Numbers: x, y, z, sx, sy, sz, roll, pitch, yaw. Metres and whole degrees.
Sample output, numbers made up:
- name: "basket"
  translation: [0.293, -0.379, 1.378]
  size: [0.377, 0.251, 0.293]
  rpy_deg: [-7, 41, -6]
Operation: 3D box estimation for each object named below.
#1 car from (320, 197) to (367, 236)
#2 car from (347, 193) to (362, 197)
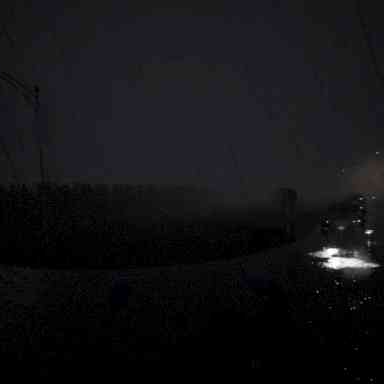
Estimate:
- name: "car"
  translation: [7.675, 1.278, 16.818]
  size: [2.128, 1.511, 4.902]
  rpy_deg: [-3, -1, 27]
- name: "car"
  translation: [12.910, 1.146, 26.910]
  size: [1.812, 1.442, 4.674]
  rpy_deg: [-3, -1, 27]
